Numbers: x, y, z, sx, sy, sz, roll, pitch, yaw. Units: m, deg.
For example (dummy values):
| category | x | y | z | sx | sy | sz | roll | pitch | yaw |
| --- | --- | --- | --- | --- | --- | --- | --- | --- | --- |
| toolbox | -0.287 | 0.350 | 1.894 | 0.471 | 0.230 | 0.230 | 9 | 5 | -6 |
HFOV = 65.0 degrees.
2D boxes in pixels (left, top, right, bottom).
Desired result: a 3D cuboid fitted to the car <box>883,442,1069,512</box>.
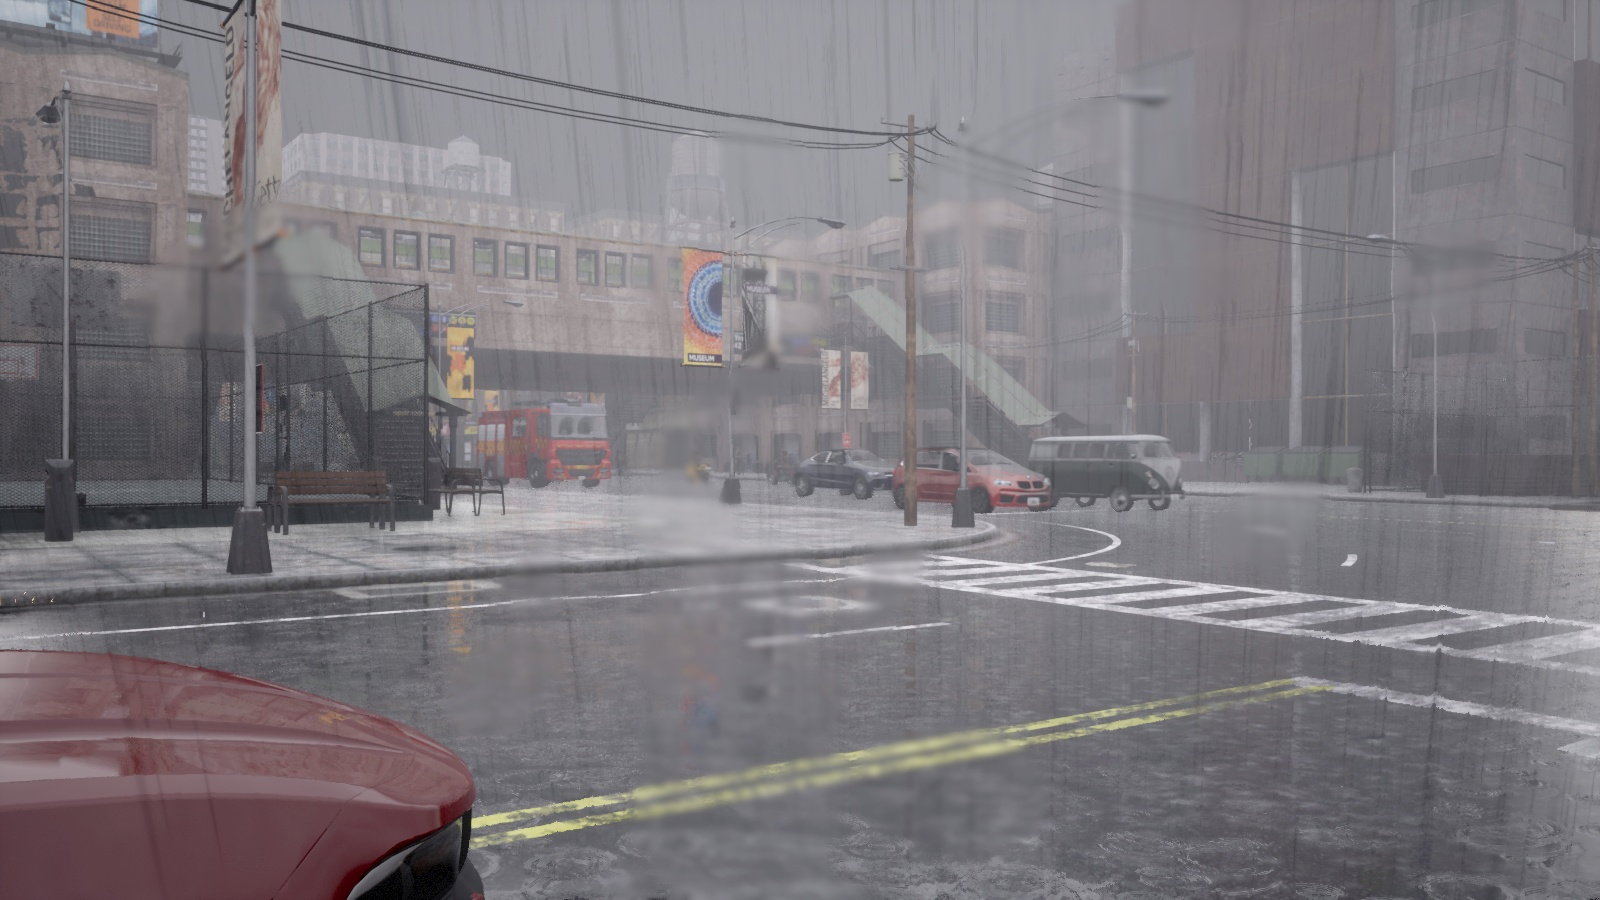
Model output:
| category | x | y | z | sx | sy | sz | roll | pitch | yaw |
| --- | --- | --- | --- | --- | --- | --- | --- | --- | --- |
| car | 4.449 | 0.659 | 32.409 | 2.242 | 1.667 | 4.611 | 0 | 0 | -35 |

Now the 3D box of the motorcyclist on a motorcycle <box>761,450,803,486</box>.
| category | x | y | z | sx | sy | sz | roll | pitch | yaw |
| --- | --- | --- | --- | --- | --- | --- | --- | --- | --- |
| motorcyclist on a motorcycle | -0.841 | 0.840 | 58.479 | 0.766 | 1.649 | 2.350 | 0 | 0 | -35 |

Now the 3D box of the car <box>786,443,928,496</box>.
| category | x | y | z | sx | sy | sz | roll | pitch | yaw |
| --- | --- | --- | --- | --- | --- | --- | --- | --- | --- |
| car | 1.835 | 0.623 | 42.331 | 2.152 | 1.651 | 5.027 | 0 | 0 | -35 |

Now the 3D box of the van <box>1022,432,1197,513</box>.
| category | x | y | z | sx | sy | sz | roll | pitch | yaw |
| --- | --- | --- | --- | --- | --- | --- | --- | --- | --- |
| van | 8.109 | 0.562 | 33.273 | 1.775 | 1.987 | 4.442 | 0 | 0 | -35 |

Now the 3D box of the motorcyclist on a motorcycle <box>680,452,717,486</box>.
| category | x | y | z | sx | sy | sz | roll | pitch | yaw |
| --- | --- | --- | --- | --- | --- | --- | --- | --- | --- |
| motorcyclist on a motorcycle | -4.700 | 0.878 | 57.905 | 0.797 | 1.523 | 2.044 | 0 | 0 | -35 |

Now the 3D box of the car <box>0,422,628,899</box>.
| category | x | y | z | sx | sy | sz | roll | pitch | yaw |
| --- | --- | --- | --- | --- | --- | --- | --- | --- | --- |
| car | -2.898 | 0.733 | 1.605 | 5.008 | 1.535 | 1.882 | 0 | 0 | -36 |

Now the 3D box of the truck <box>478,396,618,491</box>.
| category | x | y | z | sx | sy | sz | roll | pitch | yaw |
| --- | --- | --- | --- | --- | --- | --- | --- | --- | --- |
| truck | -11.191 | -0.262 | 54.983 | 2.891 | 3.827 | 8.468 | 0 | 0 | -35 |
